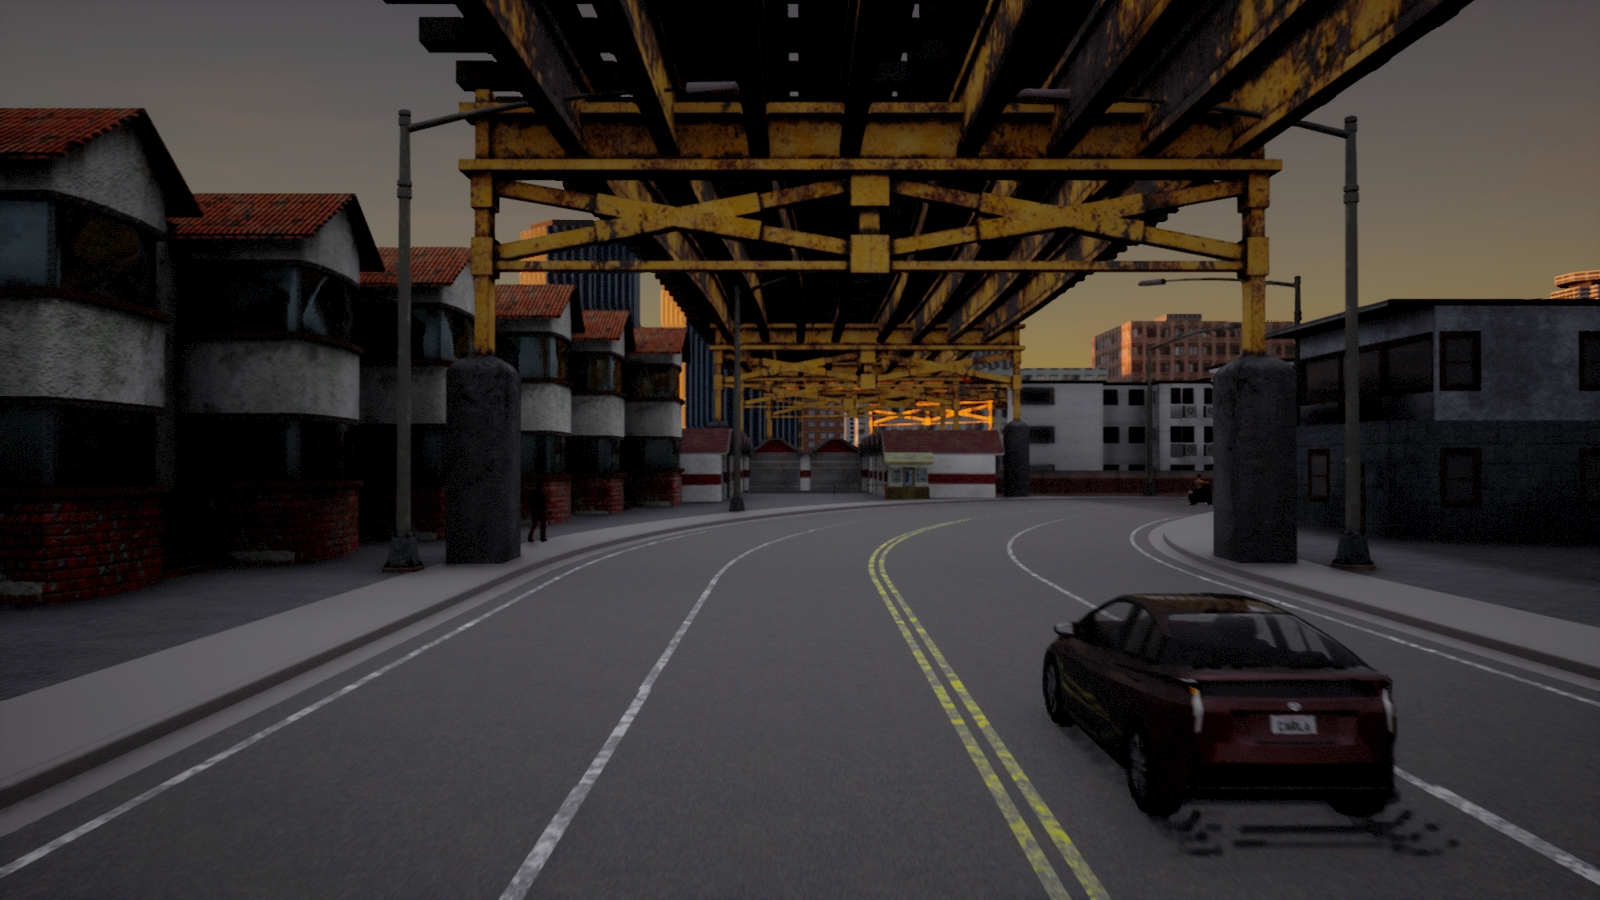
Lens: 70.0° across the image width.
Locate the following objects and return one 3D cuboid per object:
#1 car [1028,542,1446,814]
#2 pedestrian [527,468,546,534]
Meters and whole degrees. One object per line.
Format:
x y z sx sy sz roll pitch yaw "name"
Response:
3.489 1.768 10.197 2.007 1.525 4.514 0 0 0 "car"
-7.455 1.429 32.303 0.375 1.860 0.375 0 -1 22 "pedestrian"
